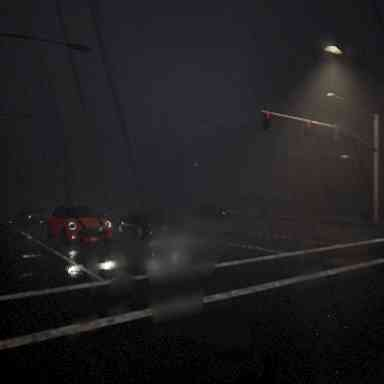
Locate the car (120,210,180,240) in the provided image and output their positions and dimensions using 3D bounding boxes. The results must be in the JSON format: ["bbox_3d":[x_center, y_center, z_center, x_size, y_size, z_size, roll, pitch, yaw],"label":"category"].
[{"bbox_3d":[-2.417,1.679,17.723,1.994,1.385,4.181,0,-1,-34],"label":"car"}]

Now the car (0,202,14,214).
[{"bbox_3d":[-24.205,2.019,42.925,2.128,1.511,4.902,0,-1,-35],"label":"car"}]

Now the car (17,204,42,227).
[{"bbox_3d":[-11.864,1.829,25.128,1.895,1.301,4.718,0,-1,-36],"label":"car"}]

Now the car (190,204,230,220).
[{"bbox_3d":[1.580,1.818,30.617,1.994,1.385,4.181,1,-1,-36],"label":"car"}]

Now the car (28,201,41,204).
[{"bbox_3d":[-20.976,2.038,44.404,1.837,1.490,4.892,0,-2,-34],"label":"car"}]

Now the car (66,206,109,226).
[{"bbox_3d":[-8.344,1.828,26.205,1.895,1.301,4.718,0,-1,-35],"label":"car"}]

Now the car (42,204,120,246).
[{"bbox_3d":[-5.462,1.453,15.972,2.097,1.767,4.553,0,-1,-35],"label":"car"}]
